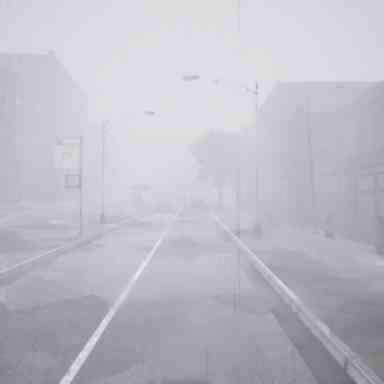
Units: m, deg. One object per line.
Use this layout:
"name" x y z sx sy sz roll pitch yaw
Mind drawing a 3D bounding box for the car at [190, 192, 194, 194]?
"car" 0.915 1.370 64.965 1.801 1.575 5.366 0 1 0

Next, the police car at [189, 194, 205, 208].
"police car" 0.914 1.484 48.869 1.930 1.638 5.238 0 0 0

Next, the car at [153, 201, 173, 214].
"car" -3.210 1.669 37.076 1.994 1.385 4.181 0 0 0

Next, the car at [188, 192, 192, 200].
"car" -0.102 1.236 83.680 1.895 1.301 4.718 0 0 0
